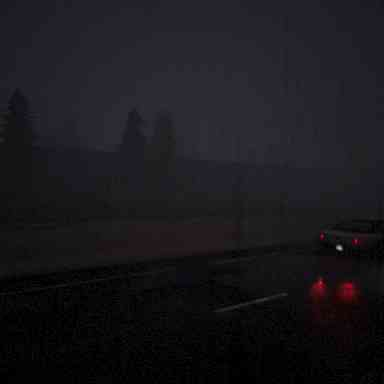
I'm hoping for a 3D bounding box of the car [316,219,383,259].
[{"bbox_3d":[7.108,1.742,13.222,4.718,1.301,1.895,1,0,-35],"label":"car"}]
